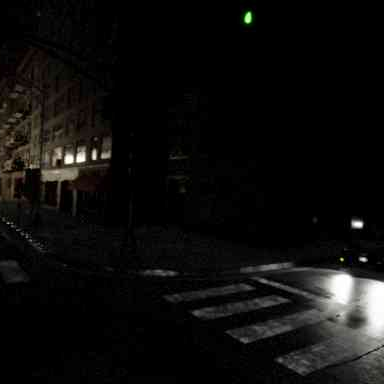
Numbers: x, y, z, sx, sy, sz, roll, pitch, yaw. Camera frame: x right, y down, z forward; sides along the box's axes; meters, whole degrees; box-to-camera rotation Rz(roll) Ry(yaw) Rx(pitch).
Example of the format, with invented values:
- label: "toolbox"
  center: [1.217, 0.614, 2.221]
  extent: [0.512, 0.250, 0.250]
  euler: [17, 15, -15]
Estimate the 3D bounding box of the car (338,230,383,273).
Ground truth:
- label: "car"
  center: [7.063, 2.065, 11.728]
  extent: [4.181, 1.385, 1.994]
  euler: [4, -1, -36]
